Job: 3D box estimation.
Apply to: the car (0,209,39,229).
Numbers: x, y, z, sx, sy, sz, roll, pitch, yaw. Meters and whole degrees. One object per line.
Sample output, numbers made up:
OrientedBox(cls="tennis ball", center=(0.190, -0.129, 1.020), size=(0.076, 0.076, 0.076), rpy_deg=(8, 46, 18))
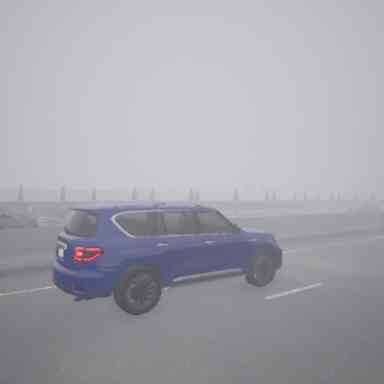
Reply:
OrientedBox(cls="car", center=(-9.362, 1.512, 14.539), size=(4.902, 1.511, 2.128), rpy_deg=(1, 0, -36))

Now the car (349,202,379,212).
OrientedBox(cls="car", center=(21.593, 1.964, 41.633), size=(4.902, 1.511, 2.128), rpy_deg=(1, -1, -36))

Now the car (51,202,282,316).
OrientedBox(cls="car", center=(-0.306, 1.273, 7.868), size=(5.566, 2.045, 2.150), rpy_deg=(1, 0, -36))
